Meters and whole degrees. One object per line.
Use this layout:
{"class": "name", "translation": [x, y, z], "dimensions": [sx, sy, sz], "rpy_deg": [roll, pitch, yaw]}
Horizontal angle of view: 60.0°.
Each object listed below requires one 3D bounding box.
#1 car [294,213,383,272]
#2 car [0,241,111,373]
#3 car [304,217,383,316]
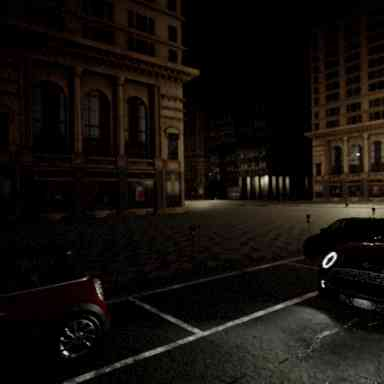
{"class": "car", "translation": [5.572, 1.533, 11.251], "dimensions": [4.313, 1.339, 1.947], "rpy_deg": [-1, -1, -39]}
{"class": "car", "translation": [-3.251, 1.517, 4.218], "dimensions": [4.097, 1.590, 1.967], "rpy_deg": [-1, -1, -39]}
{"class": "car", "translation": [4.681, 1.315, 7.134], "dimensions": [4.553, 1.767, 2.097], "rpy_deg": [-1, 0, -39]}
